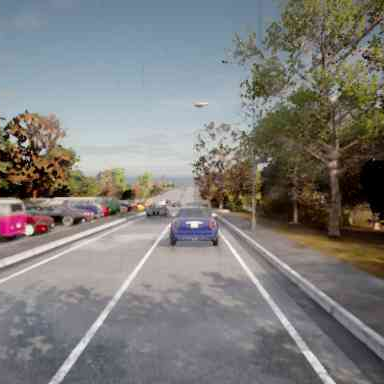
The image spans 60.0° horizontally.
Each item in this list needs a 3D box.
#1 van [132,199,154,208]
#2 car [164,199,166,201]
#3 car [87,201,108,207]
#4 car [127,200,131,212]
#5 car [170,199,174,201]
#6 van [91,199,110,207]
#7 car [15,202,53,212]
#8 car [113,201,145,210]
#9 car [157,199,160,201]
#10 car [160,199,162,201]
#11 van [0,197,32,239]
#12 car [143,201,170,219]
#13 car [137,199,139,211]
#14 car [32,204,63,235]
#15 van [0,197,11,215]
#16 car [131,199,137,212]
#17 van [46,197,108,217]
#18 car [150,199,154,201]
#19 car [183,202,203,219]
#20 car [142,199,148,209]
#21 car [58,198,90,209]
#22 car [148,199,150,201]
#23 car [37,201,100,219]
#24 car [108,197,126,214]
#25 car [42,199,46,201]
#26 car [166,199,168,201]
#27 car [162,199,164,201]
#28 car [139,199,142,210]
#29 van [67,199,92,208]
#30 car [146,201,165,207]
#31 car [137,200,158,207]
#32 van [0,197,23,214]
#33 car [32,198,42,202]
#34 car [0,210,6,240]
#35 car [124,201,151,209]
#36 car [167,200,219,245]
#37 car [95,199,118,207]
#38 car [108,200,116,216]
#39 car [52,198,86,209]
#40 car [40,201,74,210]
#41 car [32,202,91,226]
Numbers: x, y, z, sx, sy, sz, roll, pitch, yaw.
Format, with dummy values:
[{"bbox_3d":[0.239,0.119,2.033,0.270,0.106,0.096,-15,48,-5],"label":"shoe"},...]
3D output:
[{"bbox_3d":[-10.398,2.424,71.379,4.442,1.987,1.878,0,-1,0],"label":"van"},{"bbox_3d":[-10.086,3.024,85.118,5.366,1.575,1.946,0,-2,0],"label":"car"},{"bbox_3d":[-23.382,2.971,82.398,4.792,1.488,2.163,0,-2,0],"label":"car"},{"bbox_3d":[-10.306,1.936,40.844,4.674,1.452,2.002,0,-1,0],"label":"car"},{"bbox_3d":[-3.300,2.795,74.655,1.994,1.385,4.181,0,-2,0],"label":"car"},{"bbox_3d":[-23.468,2.802,85.176,4.442,1.987,1.878,0,-2,0],"label":"van"},{"bbox_3d":[-23.375,2.144,49.300,4.674,1.452,2.002,0,-1,0],"label":"car"},{"bbox_3d":[-10.287,2.240,54.722,4.892,1.521,2.231,0,-1,0],"label":"car"},{"bbox_3d":[-10.309,2.748,74.149,4.792,1.488,2.163,0,-1,0],"label":"car"},{"bbox_3d":[-10.269,2.865,79.700,4.892,1.521,2.231,0,-2,0],"label":"car"},{"bbox_3d":[-10.438,1.352,15.883,4.442,1.987,1.878,0,0,0],"label":"van"},{"bbox_3d":[-3.339,1.860,32.966,1.994,1.385,4.181,0,-1,0],"label":"car"},{"bbox_3d":[-10.268,1.908,46.399,4.553,1.767,2.185,0,-1,0],"label":"car"},{"bbox_3d":[-10.325,1.601,18.658,5.008,1.535,2.097,0,0,0],"label":"car"},{"bbox_3d":[-23.502,1.605,38.229,4.442,1.987,1.878,0,-1,0],"label":"van"},{"bbox_3d":[-10.296,1.964,43.620,5.008,1.535,2.097,0,-1,0],"label":"car"},{"bbox_3d":[-10.195,1.471,29.764,4.442,1.987,1.878,0,0,0],"label":"van"},{"bbox_3d":[-10.104,2.373,60.272,5.366,1.575,1.946,0,-1,0],"label":"car"},{"bbox_3d":[0.104,1.814,33.806,1.837,1.490,4.892,0,-1,0],"label":"car"},{"bbox_3d":[-10.110,2.167,51.946,5.366,1.575,1.946,0,-1,0],"label":"car"},{"bbox_3d":[-23.337,2.263,65.924,5.566,2.045,2.435,0,-1,0],"label":"car"},{"bbox_3d":[-10.298,2.308,57.497,4.892,1.521,2.231,0,-1,0],"label":"car"},{"bbox_3d":[-10.316,1.713,26.986,4.674,1.452,2.002,0,0,0],"label":"car"},{"bbox_3d":[-10.336,1.508,35.300,5.566,2.045,2.435,0,-1,0],"label":"car"},{"bbox_3d":[-23.374,2.035,46.531,5.008,1.535,2.097,0,-1,0],"label":"car"},{"bbox_3d":[-10.082,3.211,90.788,5.366,1.575,1.946,0,-2,0],"label":"car"},{"bbox_3d":[-10.459,2.941,82.467,5.366,1.575,1.946,0,-2,0],"label":"car"},{"bbox_3d":[-10.266,1.976,49.174,4.553,1.767,2.185,0,-1,0],"label":"car"},{"bbox_3d":[-23.246,2.357,68.692,4.442,1.987,1.878,0,-1,0],"label":"van"},{"bbox_3d":[-10.272,3.307,93.562,4.892,1.521,2.231,0,-2,0],"label":"car"},{"bbox_3d":[-10.309,2.663,76.925,4.553,1.767,2.185,0,-2,0],"label":"car"},{"bbox_3d":[-23.500,1.670,40.873,4.442,1.987,1.878,0,-1,0],"label":"van"},{"bbox_3d":[-23.353,1.713,43.643,5.566,2.045,2.435,0,-1,0],"label":"car"},{"bbox_3d":[-10.326,1.594,13.105,4.674,1.452,2.002,0,0,0],"label":"car"},{"bbox_3d":[-10.258,2.474,63.047,4.792,1.488,2.163,0,-1,0],"label":"car"},{"bbox_3d":[0.103,1.444,16.043,2.097,1.767,4.553,0,-1,0],"label":"car"},{"bbox_3d":[-23.376,2.963,90.837,5.566,2.045,2.435,0,-2,0],"label":"car"},{"bbox_3d":[-10.339,1.750,32.544,4.792,1.488,2.163,0,-1,0],"label":"car"},{"bbox_3d":[-23.339,2.194,63.154,5.566,2.045,2.435,0,-1,0],"label":"car"},{"bbox_3d":[-23.366,2.309,57.608,5.008,1.535,2.097,0,-1,0],"label":"car"},{"bbox_3d":[-10.285,1.679,24.208,4.792,1.488,2.163,0,-1,0],"label":"car"}]
